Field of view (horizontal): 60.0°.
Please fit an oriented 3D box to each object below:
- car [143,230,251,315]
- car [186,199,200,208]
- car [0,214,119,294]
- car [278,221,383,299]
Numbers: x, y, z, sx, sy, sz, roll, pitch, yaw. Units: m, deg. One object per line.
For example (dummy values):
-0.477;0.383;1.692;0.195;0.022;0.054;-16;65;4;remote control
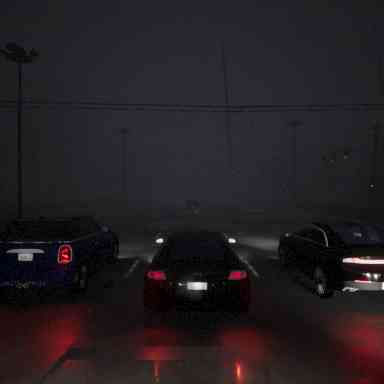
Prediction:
0.091;1.564;7.646;1.994;1.385;4.181;0;0;0;car
0.074;1.601;46.420;1.895;1.301;4.718;0;0;0;car
-3.407;1.352;8.939;2.097;1.767;4.553;0;0;0;car
3.594;1.492;8.458;2.128;1.511;4.902;0;0;0;car
